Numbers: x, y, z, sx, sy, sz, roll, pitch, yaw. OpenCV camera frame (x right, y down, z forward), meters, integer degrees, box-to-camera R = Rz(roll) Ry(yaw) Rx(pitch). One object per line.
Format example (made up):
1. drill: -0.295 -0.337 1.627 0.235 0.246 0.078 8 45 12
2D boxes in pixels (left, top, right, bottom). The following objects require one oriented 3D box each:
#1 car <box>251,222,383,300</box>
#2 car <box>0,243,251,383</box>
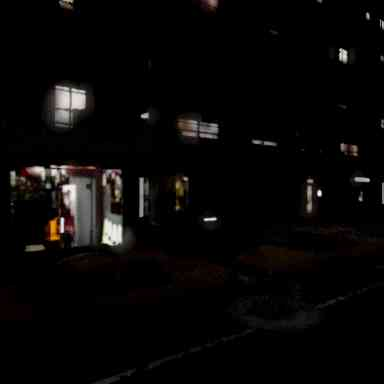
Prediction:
1. car: 3.023 1.449 8.218 4.829 1.417 1.752 -1 1 -35
2. car: -1.512 1.509 4.995 4.829 1.417 1.752 -1 1 -35
